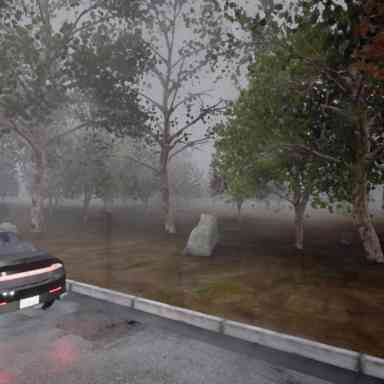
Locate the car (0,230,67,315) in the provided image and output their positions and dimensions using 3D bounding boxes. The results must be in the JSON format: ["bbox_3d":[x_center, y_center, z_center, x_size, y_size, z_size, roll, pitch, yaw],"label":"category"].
[{"bbox_3d":[-4.503,1.501,6.593,4.902,1.511,2.128,0,0,36],"label":"car"}]
